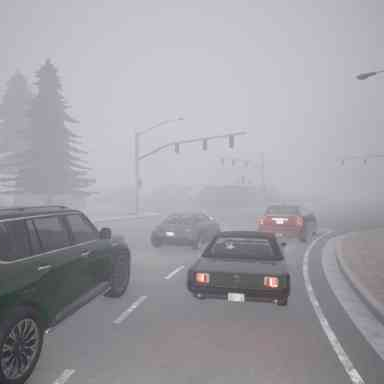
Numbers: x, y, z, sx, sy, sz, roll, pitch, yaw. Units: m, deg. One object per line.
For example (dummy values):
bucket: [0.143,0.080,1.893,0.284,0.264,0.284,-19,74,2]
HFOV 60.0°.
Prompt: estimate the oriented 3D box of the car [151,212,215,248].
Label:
car: [-0.128,1.548,14.454,1.994,1.385,4.181,0,0,20]

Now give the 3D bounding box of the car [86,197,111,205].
car: [-16.524,1.545,58.605,4.674,1.442,1.812,0,0,40]

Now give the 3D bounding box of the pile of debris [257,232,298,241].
pile of debris: [4.181,2.149,16.133,1.500,0.140,1.860,0,0,29]

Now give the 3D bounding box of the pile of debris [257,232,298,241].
pile of debris: [4.181,2.149,16.133,1.500,0.140,1.860,0,0,29]

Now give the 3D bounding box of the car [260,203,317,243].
car: [4.801,1.324,16.375,2.097,1.767,4.553,0,0,27]

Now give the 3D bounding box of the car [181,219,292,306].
car: [1.327,1.590,8.097,1.895,1.301,4.718,0,0,14]

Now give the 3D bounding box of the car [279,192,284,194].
car: [24.751,1.051,92.186,4.605,1.855,1.932,0,0,40]

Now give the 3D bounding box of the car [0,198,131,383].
car: [-2.789,1.222,5.493,2.150,2.045,5.566,0,0,8]
